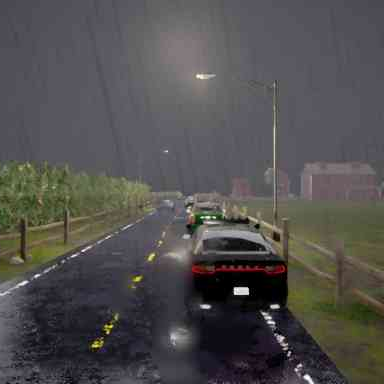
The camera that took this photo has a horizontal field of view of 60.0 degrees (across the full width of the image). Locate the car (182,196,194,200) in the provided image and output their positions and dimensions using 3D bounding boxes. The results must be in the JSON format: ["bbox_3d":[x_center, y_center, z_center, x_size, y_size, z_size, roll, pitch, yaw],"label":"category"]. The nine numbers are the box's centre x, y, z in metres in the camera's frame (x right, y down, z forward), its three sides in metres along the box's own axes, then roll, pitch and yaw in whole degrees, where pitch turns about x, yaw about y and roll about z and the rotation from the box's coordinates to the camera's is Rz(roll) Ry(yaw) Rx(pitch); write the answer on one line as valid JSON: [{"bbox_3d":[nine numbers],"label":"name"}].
[{"bbox_3d":[-0.094,1.625,46.704,1.895,1.301,4.718,0,0,0],"label":"car"}]

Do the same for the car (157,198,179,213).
[{"bbox_3d":[-2.854,1.554,37.857,2.033,1.411,5.357,0,0,0],"label":"car"}]

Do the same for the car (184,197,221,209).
[{"bbox_3d":[0.776,1.351,17.909,2.097,1.767,4.553,0,0,0],"label":"car"}]

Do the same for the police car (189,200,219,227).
[{"bbox_3d":[0.759,1.425,24.048,1.930,1.638,5.238,0,0,0],"label":"police car"}]

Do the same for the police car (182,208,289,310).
[{"bbox_3d":[0.803,1.425,8.048,1.930,1.638,5.238,0,0,0],"label":"police car"}]
